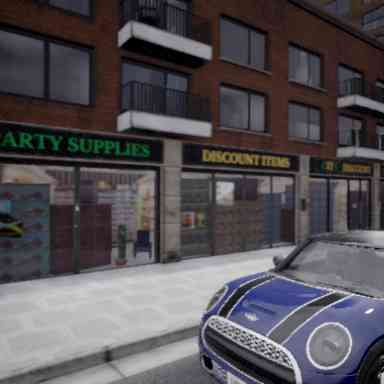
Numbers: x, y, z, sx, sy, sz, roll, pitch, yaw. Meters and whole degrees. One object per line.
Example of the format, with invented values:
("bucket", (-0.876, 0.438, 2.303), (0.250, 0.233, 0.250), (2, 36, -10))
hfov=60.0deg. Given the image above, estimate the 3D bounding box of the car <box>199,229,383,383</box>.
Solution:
("car", (2.299, 1.392, 4.715), (4.553, 1.767, 2.097), (1, 0, -35))
